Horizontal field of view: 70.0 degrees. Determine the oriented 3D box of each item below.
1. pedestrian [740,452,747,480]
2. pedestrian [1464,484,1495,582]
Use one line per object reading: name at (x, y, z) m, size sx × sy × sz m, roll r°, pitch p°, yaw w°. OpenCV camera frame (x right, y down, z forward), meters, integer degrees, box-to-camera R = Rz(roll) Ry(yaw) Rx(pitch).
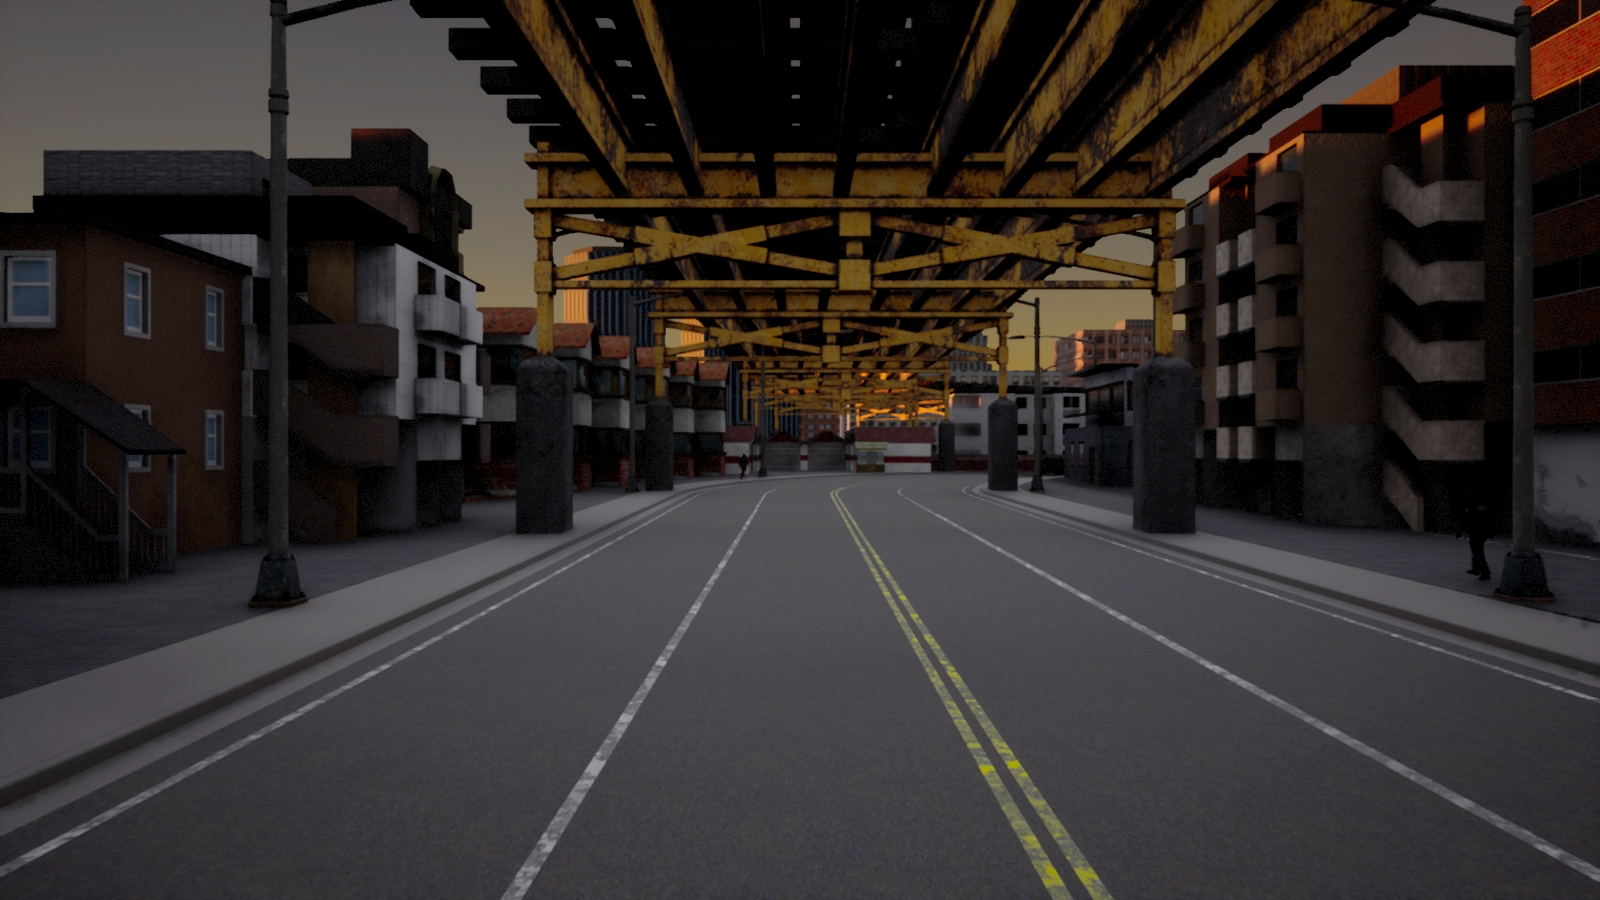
pedestrian at (-3.742, 1.074, 75.524) m, size 0.375 × 1.860 × 0.375 m, roll 0°, pitch 0°, yaw 23°
pedestrian at (13.184, 1.603, 22.179) m, size 0.375 × 1.860 × 0.375 m, roll 0°, pitch 0°, yaw -6°
